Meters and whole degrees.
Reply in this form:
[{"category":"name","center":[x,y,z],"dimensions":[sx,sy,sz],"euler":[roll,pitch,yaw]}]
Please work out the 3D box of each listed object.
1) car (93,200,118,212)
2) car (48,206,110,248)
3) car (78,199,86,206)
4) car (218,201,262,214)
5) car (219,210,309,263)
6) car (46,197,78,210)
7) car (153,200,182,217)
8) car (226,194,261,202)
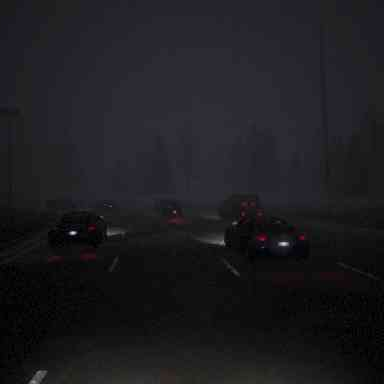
[{"category":"car","center":[-10.112,1.564,38.649],"dimensions":[1.994,1.385,4.181],"euler":[0,0,-33]},{"category":"car","center":[-4.967,1.564,14.854],"dimensions":[1.994,1.385,4.181],"euler":[0,0,-10]},{"category":"car","center":[-16.780,1.601,46.130],"dimensions":[4.718,1.301,1.895],"euler":[0,0,39]},{"category":"car","center":[3.526,1.601,25.093],"dimensions":[1.895,1.301,4.718],"euler":[0,0,-14]},{"category":"car","center":[2.532,1.564,12.164],"dimensions":[1.994,1.385,4.181],"euler":[0,0,-8]},{"category":"car","center":[-16.139,1.352,40.491],"dimensions":[2.097,1.767,4.553],"euler":[0,0,-42]},{"category":"car","center":[-2.373,1.506,31.834],"dimensions":[1.837,1.490,4.892],"euler":[1,0,-21]},{"category":"car","center":[4.766,1.223,32.743],"dimensions":[2.150,2.045,5.566],"euler":[0,0,-18]}]
